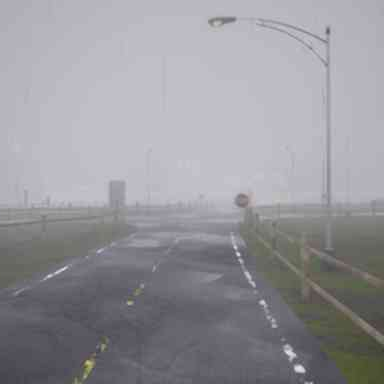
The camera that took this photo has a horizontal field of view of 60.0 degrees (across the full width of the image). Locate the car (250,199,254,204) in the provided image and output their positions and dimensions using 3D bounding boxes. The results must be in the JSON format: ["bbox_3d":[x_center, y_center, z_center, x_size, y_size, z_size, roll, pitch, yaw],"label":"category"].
[{"bbox_3d":[13.362,2.040,78.574,1.837,1.490,4.892,0,0,23],"label":"car"}]
